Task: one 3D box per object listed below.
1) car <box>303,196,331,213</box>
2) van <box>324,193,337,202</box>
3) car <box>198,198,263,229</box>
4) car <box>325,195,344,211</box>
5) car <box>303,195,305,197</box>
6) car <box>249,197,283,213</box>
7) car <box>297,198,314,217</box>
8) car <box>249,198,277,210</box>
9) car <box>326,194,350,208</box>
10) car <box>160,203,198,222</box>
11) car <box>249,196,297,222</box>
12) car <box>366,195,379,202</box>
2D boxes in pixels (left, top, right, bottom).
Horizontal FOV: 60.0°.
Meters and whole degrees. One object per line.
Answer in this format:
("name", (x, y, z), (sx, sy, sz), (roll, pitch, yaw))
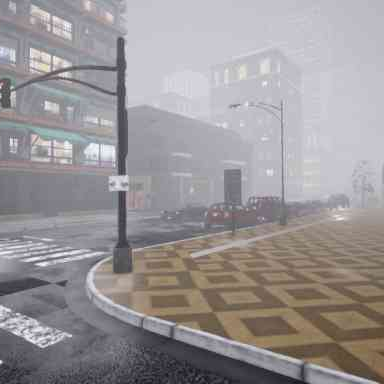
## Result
("car", (12.460, 1.421, 34.245), (1.887, 1.381, 4.507), (-1, 0, 36))
("van", (29.344, 1.229, 70.437), (1.690, 1.788, 3.998), (-1, 0, 36))
("car", (2.504, 1.352, 20.739), (1.967, 1.590, 4.097), (-1, 0, 36))
("car", (15.778, 1.415, 38.747), (2.008, 1.369, 4.403), (-1, 0, 36))
("car", (22.608, 1.439, 61.295), (1.752, 1.417, 4.829), (-1, 0, 36))
("car", (8.469, 1.421, 37.943), (1.882, 1.535, 5.008), (-1, 0, 37))
("car", (9.142, 1.470, 29.743), (1.802, 1.307, 4.206), (-1, 0, 36))
("car", (9.335, 1.489, 43.286), (1.752, 1.417, 4.829), (-1, 0, 36))
("car", (19.095, 1.167, 43.251), (2.192, 1.841, 5.009), (-1, 0, 36))
("car", (-0.345, 1.576, 25.998), (1.895, 1.301, 4.718), (-1, 0, 36))
("car", (5.821, 1.215, 25.242), (2.192, 1.841, 5.009), (-1, 0, 36))
("car", (35.688, 1.333, 65.761), (1.887, 1.381, 4.507), (-1, 0, 36))
